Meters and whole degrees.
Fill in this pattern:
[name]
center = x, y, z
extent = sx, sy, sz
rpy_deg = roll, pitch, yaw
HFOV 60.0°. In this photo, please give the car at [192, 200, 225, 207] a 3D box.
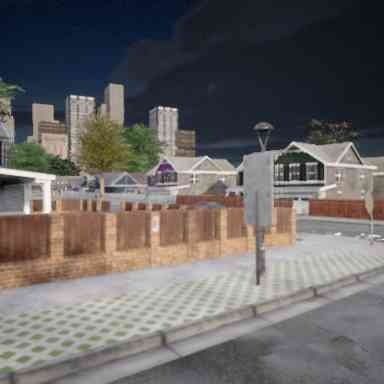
[car]
center = 1.182, 1.458, 30.703
extent = 1.994, 1.385, 4.181
rpy_deg = -1, 1, -41
